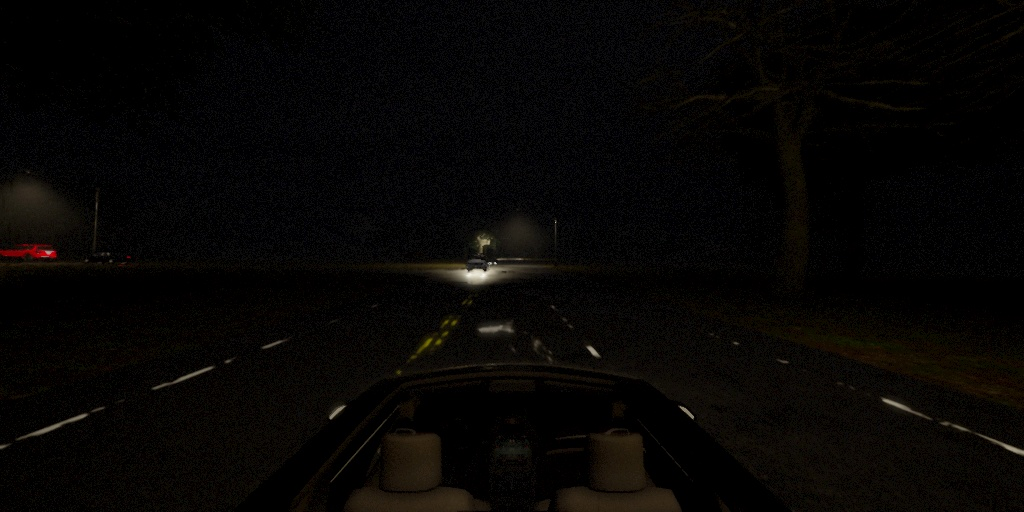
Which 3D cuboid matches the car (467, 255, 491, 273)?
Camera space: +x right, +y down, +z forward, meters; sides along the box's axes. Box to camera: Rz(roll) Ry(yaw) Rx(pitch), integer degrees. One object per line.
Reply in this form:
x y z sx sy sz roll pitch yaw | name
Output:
-3.983 0.896 42.001 2.150 2.045 5.566 1 -1 -1 | car
